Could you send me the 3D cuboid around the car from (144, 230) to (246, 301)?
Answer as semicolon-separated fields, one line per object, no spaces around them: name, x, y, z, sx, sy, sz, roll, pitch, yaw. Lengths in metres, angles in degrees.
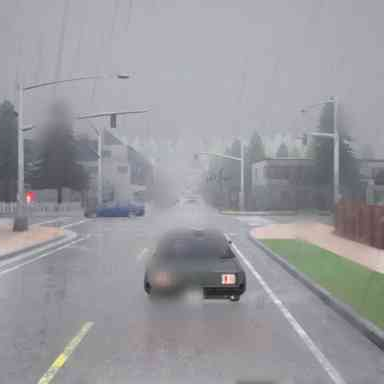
car;0.068;1.601;8.245;1.895;1.301;4.718;0;0;0

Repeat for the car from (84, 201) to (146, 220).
car;-6.349;1.484;27.597;5.008;1.535;1.882;0;0;-3

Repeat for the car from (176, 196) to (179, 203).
car;-3.590;1.505;54.082;1.837;1.490;4.892;0;0;0

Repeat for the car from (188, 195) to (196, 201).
car;-0.001;1.478;81.512;1.882;1.535;5.008;0;0;0

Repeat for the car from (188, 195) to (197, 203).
car;0.092;1.601;68.265;1.895;1.301;4.718;0;0;0

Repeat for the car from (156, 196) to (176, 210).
car;-3.595;1.477;44.121;1.882;1.535;5.008;0;0;0

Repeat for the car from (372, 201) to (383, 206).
car;17.332;1.528;29.576;5.357;1.411;2.033;0;0;-10
